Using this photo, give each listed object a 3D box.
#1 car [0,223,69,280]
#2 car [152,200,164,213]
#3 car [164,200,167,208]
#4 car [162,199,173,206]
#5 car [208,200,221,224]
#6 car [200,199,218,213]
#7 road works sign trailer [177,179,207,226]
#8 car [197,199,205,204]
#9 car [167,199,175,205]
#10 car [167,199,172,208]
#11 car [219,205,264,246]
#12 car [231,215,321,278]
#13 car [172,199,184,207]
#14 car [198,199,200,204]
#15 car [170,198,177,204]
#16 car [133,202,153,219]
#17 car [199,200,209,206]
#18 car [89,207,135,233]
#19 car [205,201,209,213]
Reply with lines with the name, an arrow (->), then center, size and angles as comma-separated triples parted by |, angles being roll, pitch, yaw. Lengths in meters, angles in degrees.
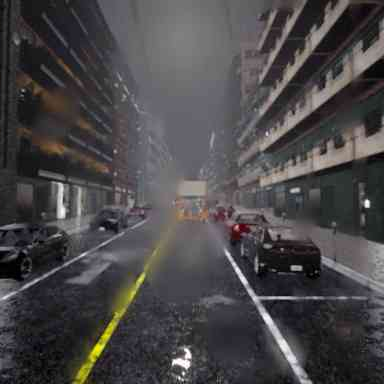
car -> -5.289, 1.684, 10.400 | 1.947, 1.339, 4.313 | 2, -1, 0
car -> -5.288, 2.061, 44.386 | 1.947, 1.339, 4.313 | 2, -1, 0
car -> -5.283, 1.999, 50.051 | 1.967, 1.590, 4.097 | 2, -1, 0
car -> -5.286, 2.358, 72.707 | 1.887, 1.381, 4.507 | 2, -1, 0
car -> 2.595, 1.746, 27.389 | 1.967, 1.590, 4.097 | 2, -1, 0
car -> 2.600, 1.810, 44.383 | 2.192, 1.841, 5.009 | 2, -1, 0
road works sign trailer -> -0.020, 0.760, 26.473 | 2.380, 3.560, 2.880 | 0, -1, 0
car -> 2.594, 2.622, 95.357 | 2.008, 1.369, 4.403 | 2, -1, 0
car -> -5.285, 2.485, 84.036 | 1.887, 1.381, 4.507 | 2, -1, 0
car -> -5.287, 2.237, 61.379 | 2.008, 1.369, 4.403 | 2, -1, 0
car -> 2.595, 1.621, 16.061 | 1.967, 1.590, 4.097 | 2, -1, 0
car -> 2.591, 1.669, 10.395 | 2.008, 1.369, 4.403 | 2, -1, 0
car -> -2.759, 2.089, 65.817 | 2.097, 1.767, 4.553 | 0, -1, 0
car -> 2.594, 2.213, 61.543 | 1.752, 1.417, 4.829 | 2, -1, 0
car -> -5.285, 2.594, 95.193 | 1.752, 1.417, 4.829 | 2, -1, 0
car -> -5.288, 1.951, 33.057 | 1.802, 1.307, 4.206 | 2, -1, 0
car -> 2.593, 2.379, 72.702 | 1.947, 1.339, 4.313 | 2, -1, 0
car -> -5.288, 1.809, 21.729 | 1.947, 1.339, 4.313 | 2, -1, 0
car -> 2.593, 1.896, 33.222 | 1.752, 1.417, 4.829 | 2, -1, 0
